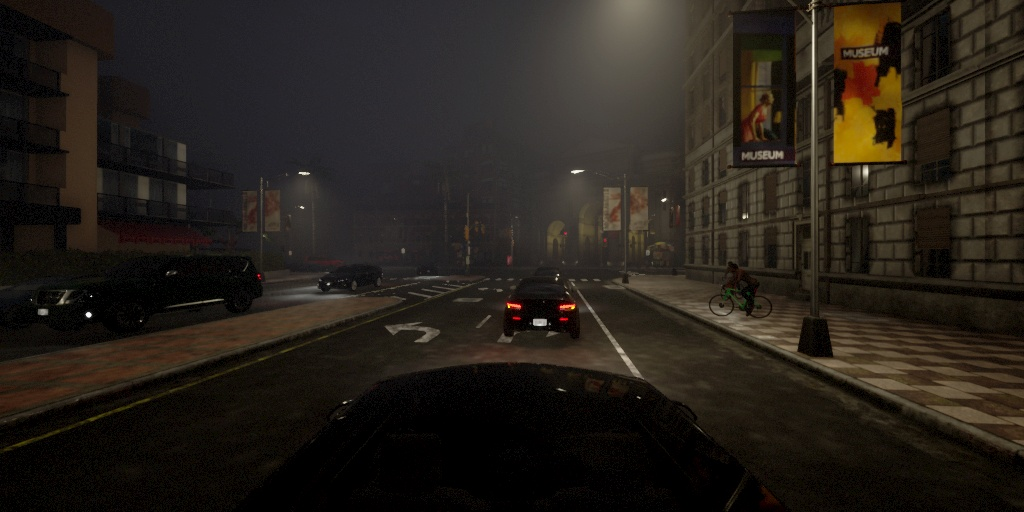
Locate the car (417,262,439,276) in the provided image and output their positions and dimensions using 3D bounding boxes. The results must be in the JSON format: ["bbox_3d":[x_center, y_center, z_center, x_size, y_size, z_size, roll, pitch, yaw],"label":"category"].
[{"bbox_3d":[-8.611,1.313,36.651,1.994,1.385,4.181,0,0,-15],"label":"car"}]

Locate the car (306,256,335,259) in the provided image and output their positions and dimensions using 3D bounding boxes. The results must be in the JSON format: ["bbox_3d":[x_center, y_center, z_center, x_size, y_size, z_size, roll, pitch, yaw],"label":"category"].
[{"bbox_3d":[-24.702,0.971,47.504,5.566,2.045,2.150,0,0,7],"label":"car"}]

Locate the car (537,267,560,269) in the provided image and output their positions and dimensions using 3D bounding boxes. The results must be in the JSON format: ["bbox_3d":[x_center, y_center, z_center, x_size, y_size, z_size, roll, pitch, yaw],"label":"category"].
[{"bbox_3d":[1.922,1.276,18.921,1.812,1.442,4.674,0,0,7],"label":"car"}]

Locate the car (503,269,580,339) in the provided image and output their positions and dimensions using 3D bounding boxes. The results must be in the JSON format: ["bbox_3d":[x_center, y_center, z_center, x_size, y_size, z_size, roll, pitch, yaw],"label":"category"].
[{"bbox_3d":[0.877,1.276,10.078,1.812,1.442,4.674,0,0,7],"label":"car"}]

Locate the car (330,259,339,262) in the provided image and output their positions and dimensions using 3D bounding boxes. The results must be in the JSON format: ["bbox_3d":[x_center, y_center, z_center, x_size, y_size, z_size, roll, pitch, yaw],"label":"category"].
[{"bbox_3d":[-12.286,1.241,29.227,2.128,1.511,4.902,0,0,2],"label":"car"}]

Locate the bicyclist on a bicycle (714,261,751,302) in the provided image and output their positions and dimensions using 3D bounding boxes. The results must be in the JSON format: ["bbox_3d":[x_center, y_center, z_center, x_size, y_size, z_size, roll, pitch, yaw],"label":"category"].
[{"bbox_3d":[9.272,1.050,15.059,1.656,1.620,0.582,0,0,-28],"label":"bicyclist on a bicycle"}]

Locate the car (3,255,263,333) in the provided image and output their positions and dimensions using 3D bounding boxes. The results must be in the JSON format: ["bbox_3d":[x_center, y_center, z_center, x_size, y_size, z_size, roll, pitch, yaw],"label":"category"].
[{"bbox_3d":[-10.713,0.971,11.216,2.150,2.045,5.566,0,0,8],"label":"car"}]

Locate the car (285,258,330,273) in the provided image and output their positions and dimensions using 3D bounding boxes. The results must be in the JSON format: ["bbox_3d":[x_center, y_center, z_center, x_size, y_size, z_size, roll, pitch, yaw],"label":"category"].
[{"bbox_3d":[-25.023,1.297,43.908,5.357,1.411,2.033,0,0,10],"label":"car"}]

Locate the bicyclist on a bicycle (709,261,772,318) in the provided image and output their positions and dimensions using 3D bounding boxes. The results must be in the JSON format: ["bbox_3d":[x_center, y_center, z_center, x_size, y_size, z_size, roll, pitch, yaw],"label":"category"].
[{"bbox_3d":[6.854,1.051,10.797,1.656,1.620,0.582,0,0,22],"label":"bicyclist on a bicycle"}]

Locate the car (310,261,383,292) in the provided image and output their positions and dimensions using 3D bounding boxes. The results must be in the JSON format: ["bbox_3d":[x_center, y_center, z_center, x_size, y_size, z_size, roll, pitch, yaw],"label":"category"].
[{"bbox_3d":[-9.535,1.255,21.580,1.837,1.490,4.892,0,0,7],"label":"car"}]

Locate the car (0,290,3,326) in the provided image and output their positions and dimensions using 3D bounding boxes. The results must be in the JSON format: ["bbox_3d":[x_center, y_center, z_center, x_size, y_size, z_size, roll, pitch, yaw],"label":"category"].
[{"bbox_3d":[-14.204,1.297,11.639,2.033,1.411,5.357,0,0,7],"label":"car"}]
